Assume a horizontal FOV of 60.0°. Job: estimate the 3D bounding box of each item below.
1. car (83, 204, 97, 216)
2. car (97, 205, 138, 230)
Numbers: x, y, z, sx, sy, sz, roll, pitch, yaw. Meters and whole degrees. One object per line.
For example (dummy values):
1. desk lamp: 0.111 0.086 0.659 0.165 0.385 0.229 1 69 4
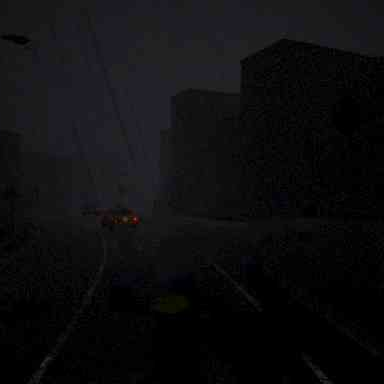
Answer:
1. car: -12.328 2.153 40.453 2.033 1.411 5.357 -2 -1 -18
2. car: -5.200 1.731 23.406 1.801 1.575 5.366 -2 0 -23
